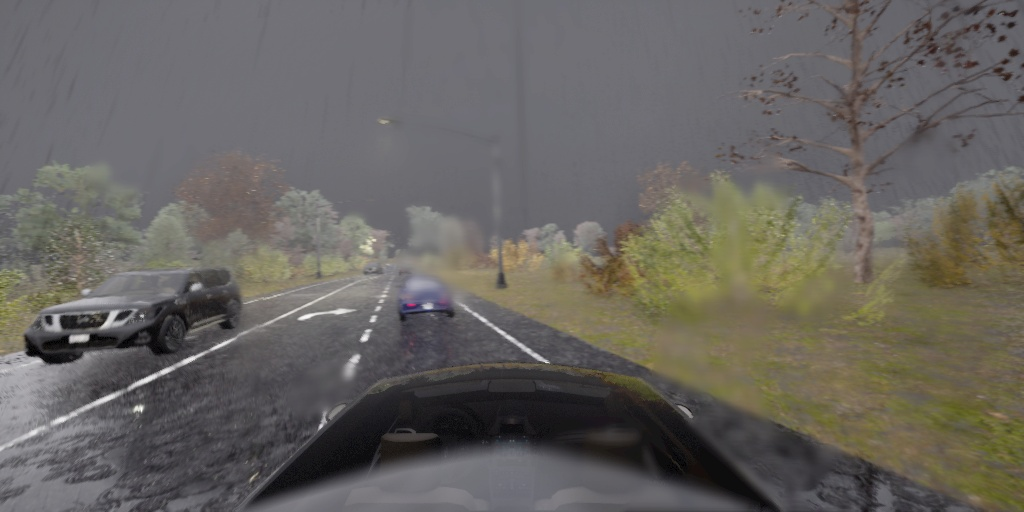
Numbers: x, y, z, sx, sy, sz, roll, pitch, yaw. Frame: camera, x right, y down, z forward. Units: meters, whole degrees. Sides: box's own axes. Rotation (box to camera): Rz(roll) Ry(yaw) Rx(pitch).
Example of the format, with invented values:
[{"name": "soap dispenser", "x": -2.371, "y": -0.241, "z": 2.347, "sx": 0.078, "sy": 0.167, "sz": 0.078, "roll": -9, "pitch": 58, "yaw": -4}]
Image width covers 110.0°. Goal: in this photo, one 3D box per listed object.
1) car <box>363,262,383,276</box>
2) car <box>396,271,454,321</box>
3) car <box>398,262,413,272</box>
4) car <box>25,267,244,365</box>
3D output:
[{"name": "car", "x": -21.970, "y": 2.037, "z": 56.933, "sx": 2.150, "sy": 2.045, "sz": 5.566, "roll": -2, "pitch": 0, "yaw": -10}, {"name": "car", "x": -3.335, "y": 1.463, "z": 13.535, "sx": 1.812, "sy": 1.442, "sz": 4.674, "roll": -2, "pitch": 0, "yaw": -17}, {"name": "car", "x": -15.061, "y": 2.048, "z": 50.958, "sx": 1.837, "sy": 1.490, "sz": 4.892, "roll": -2, "pitch": 0, "yaw": -17}, {"name": "car", "x": -9.519, "y": 1.345, "z": 9.831, "sx": 2.150, "sy": 2.045, "sz": 5.566, "roll": -2, "pitch": 0, "yaw": -17}]
